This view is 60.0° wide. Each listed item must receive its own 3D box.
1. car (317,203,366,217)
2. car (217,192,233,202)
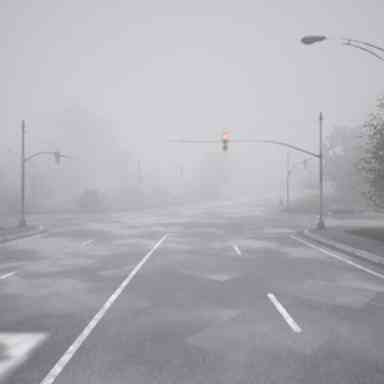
[{"bbox_3d":[16.181,1.913,36.125,4.902,1.511,2.128,-1,-1,3],"label":"car"},{"bbox_3d":[7.572,1.087,76.093,2.150,2.045,5.566,0,3,25],"label":"car"}]
